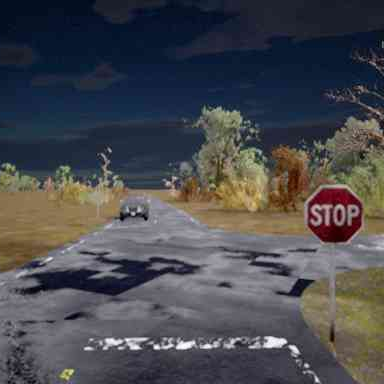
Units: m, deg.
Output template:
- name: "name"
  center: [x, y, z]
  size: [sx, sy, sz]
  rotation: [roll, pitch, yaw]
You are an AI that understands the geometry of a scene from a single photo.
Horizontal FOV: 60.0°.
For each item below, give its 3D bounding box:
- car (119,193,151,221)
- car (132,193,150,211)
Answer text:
- name: "car"
  center: [-4.645, 1.230, 27.383]
  size: [2.150, 2.045, 5.566]
  rotation: [0, 1, -6]
- name: "car"
  center: [-6.636, 1.232, 43.347]
  size: [2.150, 2.045, 5.566]
  rotation: [0, 1, -8]
